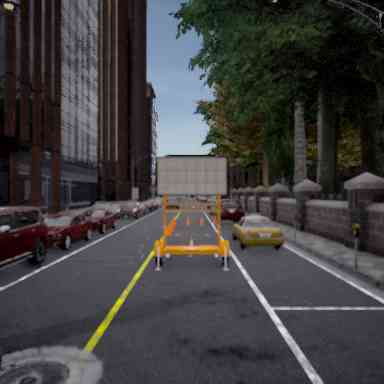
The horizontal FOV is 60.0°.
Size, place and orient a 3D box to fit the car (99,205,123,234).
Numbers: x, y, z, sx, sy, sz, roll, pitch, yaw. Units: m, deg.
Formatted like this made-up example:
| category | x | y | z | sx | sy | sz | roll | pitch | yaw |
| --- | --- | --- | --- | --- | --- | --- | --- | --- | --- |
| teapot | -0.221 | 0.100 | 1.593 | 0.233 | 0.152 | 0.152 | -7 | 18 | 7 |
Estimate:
| category | x | y | z | sx | sy | sz | roll | pitch | yaw |
| --- | --- | --- | --- | --- | --- | --- | --- | --- | --- |
| car | -5.760 | 1.665 | 20.155 | 1.887 | 1.381 | 4.507 | 0 | 0 | 0 |

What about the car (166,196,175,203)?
| category | x | y | z | sx | sy | sz | roll | pitch | yaw |
| --- | --- | --- | --- | --- | --- | --- | --- | --- | --- |
| car | -5.750 | 1.887 | 90.304 | 2.192 | 1.841 | 5.009 | 0 | 0 | 0 |

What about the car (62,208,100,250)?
| category | x | y | z | sx | sy | sz | roll | pitch | yaw |
| --- | --- | --- | --- | --- | --- | --- | --- | --- | --- |
| car | -5.761 | 1.631 | 14.697 | 1.887 | 1.381 | 4.507 | 0 | 0 | 0 |

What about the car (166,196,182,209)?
| category | x | y | z | sx | sy | sz | roll | pitch | yaw |
| --- | --- | --- | --- | --- | --- | --- | --- | --- | --- |
| car | -3.017 | 1.676 | 52.735 | 2.097 | 1.767 | 4.553 | 0 | 0 | 1 |

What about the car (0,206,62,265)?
| category | x | y | z | sx | sy | sz | roll | pitch | yaw |
| --- | --- | --- | --- | --- | --- | --- | --- | --- | --- |
| car | -5.762 | 1.369 | 9.242 | 2.192 | 1.841 | 5.009 | 0 | 0 | 0 |

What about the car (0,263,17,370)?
| category | x | y | z | sx | sy | sz | roll | pitch | yaw |
| --- | --- | --- | --- | --- | --- | --- | --- | --- | --- |
| car | -3.101 | 1.576 | 1.975 | 1.994 | 1.385 | 4.181 | 0 | 0 | 0 |

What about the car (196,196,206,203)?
| category | x | y | z | sx | sy | sz | roll | pitch | yaw |
| --- | --- | --- | --- | --- | --- | --- | --- | --- | --- |
| car | 2.774 | 1.976 | 84.865 | 1.967 | 1.590 | 4.097 | 0 | 0 | 0 |

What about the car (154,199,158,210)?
| category | x | y | z | sx | sy | sz | roll | pitch | yaw |
| --- | --- | --- | --- | --- | --- | --- | --- | --- | --- |
| car | -5.757 | 1.801 | 41.982 | 1.887 | 1.381 | 4.507 | 0 | 0 | 0 |

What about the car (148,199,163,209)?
| category | x | y | z | sx | sy | sz | roll | pitch | yaw |
| --- | --- | --- | --- | --- | --- | --- | --- | --- | --- |
| car | -5.756 | 1.850 | 52.726 | 1.752 | 1.417 | 4.829 | 0 | 0 | 0 |

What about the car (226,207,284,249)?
| category | x | y | z | sx | sy | sz | roll | pitch | yaw |
| --- | --- | --- | --- | --- | --- | --- | --- | --- | --- |
| car | 2.764 | 1.613 | 14.871 | 1.752 | 1.417 | 4.829 | 0 | 0 | 0 |

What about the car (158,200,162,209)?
| category | x | y | z | sx | sy | sz | roll | pitch | yaw |
| --- | --- | --- | --- | --- | --- | --- | --- | --- | --- |
| car | -5.756 | 1.731 | 47.440 | 1.967 | 1.590 | 4.097 | 0 | 0 | 0 |

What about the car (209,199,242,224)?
| category | x | y | z | sx | sy | sz | roll | pitch | yaw |
| --- | --- | --- | --- | --- | --- | --- | --- | --- | --- |
| car | 2.766 | 1.469 | 25.615 | 2.192 | 1.841 | 5.009 | 0 | 0 | 0 |

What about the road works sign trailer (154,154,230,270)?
| category | x | y | z | sx | sy | sz | roll | pitch | yaw |
| --- | --- | --- | --- | --- | --- | --- | --- | --- | --- |
| road works sign trailer | 0.001 | 0.530 | 11.254 | 2.380 | 3.560 | 2.880 | 0 | 0 | 0 |

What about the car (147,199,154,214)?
| category | x | y | z | sx | sy | sz | roll | pitch | yaw |
| --- | --- | --- | --- | --- | --- | --- | --- | --- | --- |
| car | -5.758 | 1.773 | 36.525 | 2.008 | 1.369 | 4.403 | 0 | 0 | 0 |

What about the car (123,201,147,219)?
| category | x | y | z | sx | sy | sz | roll | pitch | yaw |
| --- | --- | --- | --- | --- | --- | --- | --- | --- | --- |
| car | -5.759 | 1.628 | 31.069 | 1.967 | 1.590 | 4.097 | 0 | 0 | 0 |

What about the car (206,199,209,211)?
| category | x | y | z | sx | sy | sz | roll | pitch | yaw |
| --- | --- | --- | --- | --- | --- | --- | --- | --- | --- |
| car | 2.767 | 1.749 | 36.696 | 1.752 | 1.417 | 4.829 | 0 | 0 | 0 |

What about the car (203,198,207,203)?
| category | x | y | z | sx | sy | sz | roll | pitch | yaw |
| --- | --- | --- | --- | --- | --- | --- | --- | --- | --- |
| car | 2.768 | 1.822 | 41.983 | 1.947 | 1.339 | 4.313 | 0 | 0 | 0 |
